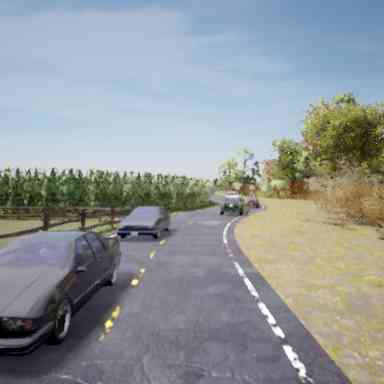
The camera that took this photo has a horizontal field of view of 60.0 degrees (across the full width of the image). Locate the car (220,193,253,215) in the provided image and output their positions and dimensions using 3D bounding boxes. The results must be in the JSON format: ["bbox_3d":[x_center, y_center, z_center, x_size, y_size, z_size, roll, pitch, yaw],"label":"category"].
[{"bbox_3d":[4.154,1.212,31.697,2.097,1.767,4.553,0,0,19],"label":"car"}]

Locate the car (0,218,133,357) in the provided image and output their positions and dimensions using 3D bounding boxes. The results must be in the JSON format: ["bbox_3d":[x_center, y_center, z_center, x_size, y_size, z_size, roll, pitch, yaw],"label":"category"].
[{"bbox_3d":[-2.774,1.520,6.622,2.033,1.411,5.357,0,0,1],"label":"car"}]

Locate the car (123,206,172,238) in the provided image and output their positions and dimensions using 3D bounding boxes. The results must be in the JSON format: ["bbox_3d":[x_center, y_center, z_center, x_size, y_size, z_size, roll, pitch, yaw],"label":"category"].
[{"bbox_3d":[-2.275,1.467,17.350,2.033,1.411,5.357,0,0,6],"label":"car"}]

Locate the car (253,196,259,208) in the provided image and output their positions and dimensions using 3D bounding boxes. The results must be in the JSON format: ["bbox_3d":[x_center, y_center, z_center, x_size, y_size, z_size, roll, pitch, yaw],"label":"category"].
[{"bbox_3d":[8.110,1.322,45.087,1.812,1.442,4.674,0,1,12],"label":"car"}]
